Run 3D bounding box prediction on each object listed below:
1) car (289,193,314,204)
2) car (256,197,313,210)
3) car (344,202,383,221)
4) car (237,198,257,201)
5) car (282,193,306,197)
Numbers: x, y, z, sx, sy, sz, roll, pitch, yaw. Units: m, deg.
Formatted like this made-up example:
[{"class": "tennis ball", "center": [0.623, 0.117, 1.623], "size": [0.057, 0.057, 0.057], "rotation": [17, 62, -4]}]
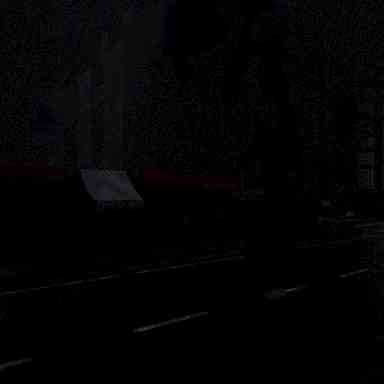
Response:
[{"class": "car", "center": [19.507, 1.114, 59.415], "size": [1.905, 1.878, 3.866], "rotation": [0, 0, -36]}, {"class": "car", "center": [8.356, 1.449, 29.401], "size": [1.837, 1.490, 4.892], "rotation": [0, 0, -36]}, {"class": "car", "center": [14.645, 1.511, 26.993], "size": [1.994, 1.385, 4.181], "rotation": [0, 0, -39]}, {"class": "car", "center": [6.559, 1.449, 37.864], "size": [1.837, 1.490, 4.892], "rotation": [0, 0, -36]}, {"class": "car", "center": [17.114, 1.114, 57.705], "size": [1.905, 1.878, 3.866], "rotation": [0, 0, -36]}]
